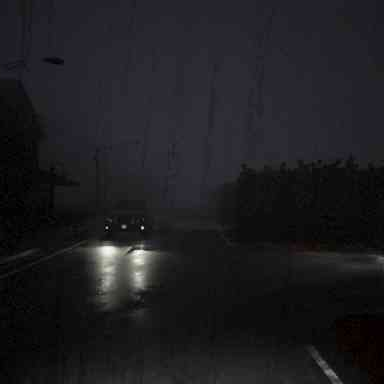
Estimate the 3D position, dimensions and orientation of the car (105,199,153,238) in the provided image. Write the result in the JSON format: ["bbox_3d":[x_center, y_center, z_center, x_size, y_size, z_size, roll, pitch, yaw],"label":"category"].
[{"bbox_3d":[-3.537,1.445,19.684,2.150,2.045,5.566,0,-1,-2],"label":"car"}]
